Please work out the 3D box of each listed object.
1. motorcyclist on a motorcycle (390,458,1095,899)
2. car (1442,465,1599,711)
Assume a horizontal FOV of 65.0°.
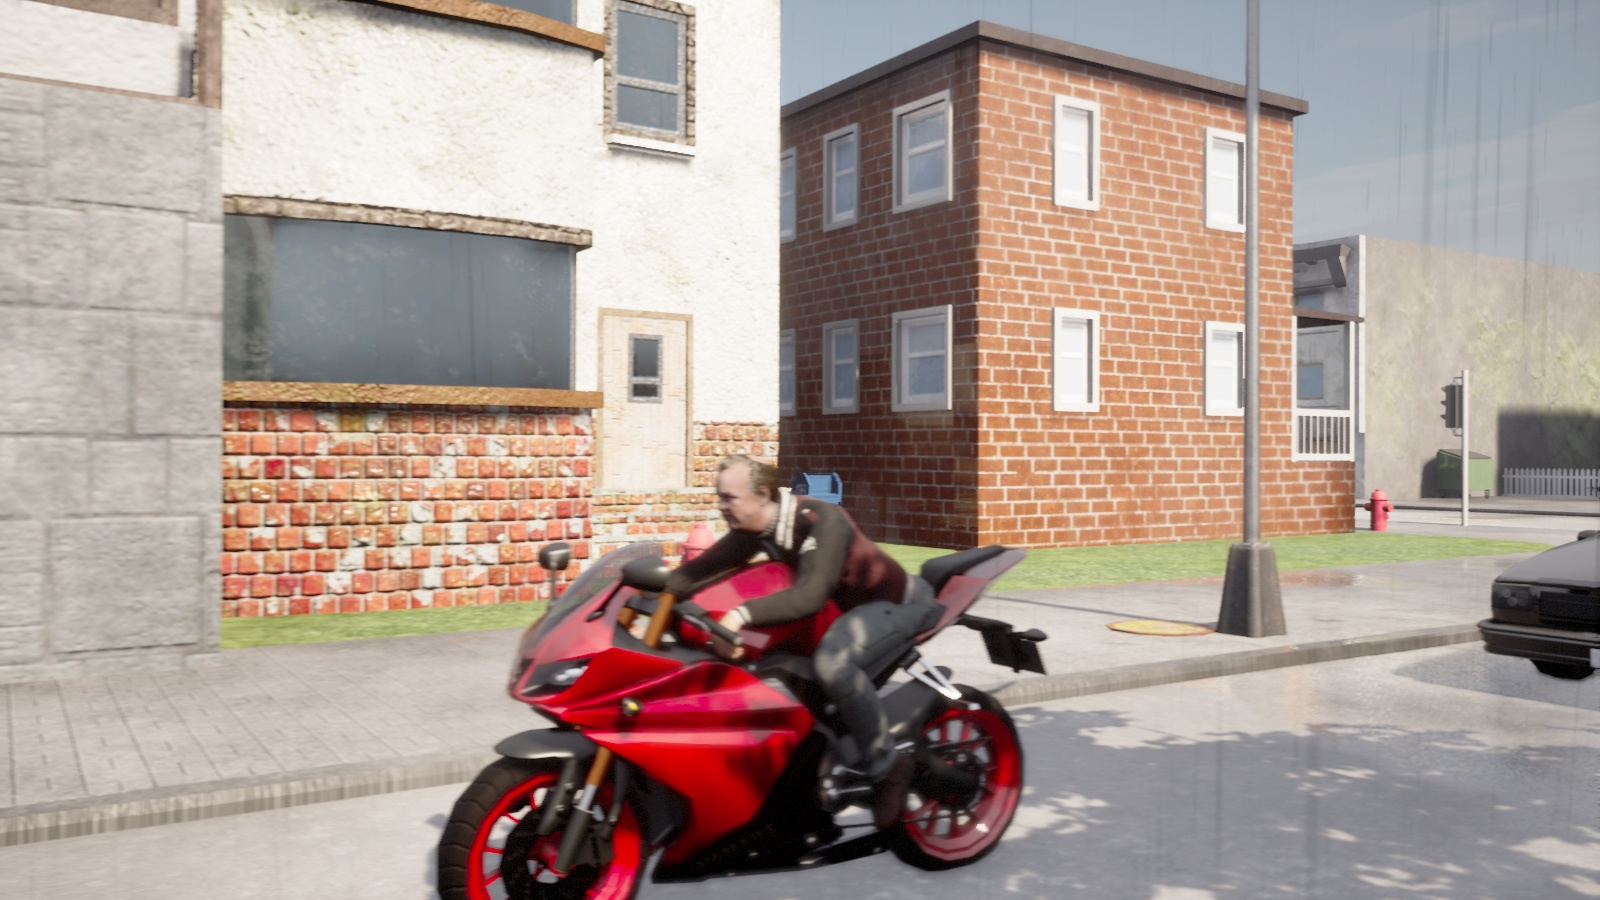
[{"bbox_3d":[-0.128,0.793,4.160,2.191,1.530,0.866,0,0,-33],"label":"motorcyclist on a motorcycle"},{"bbox_3d":[6.962,0.816,8.693,5.357,1.411,2.033,0,0,-32],"label":"car"}]
